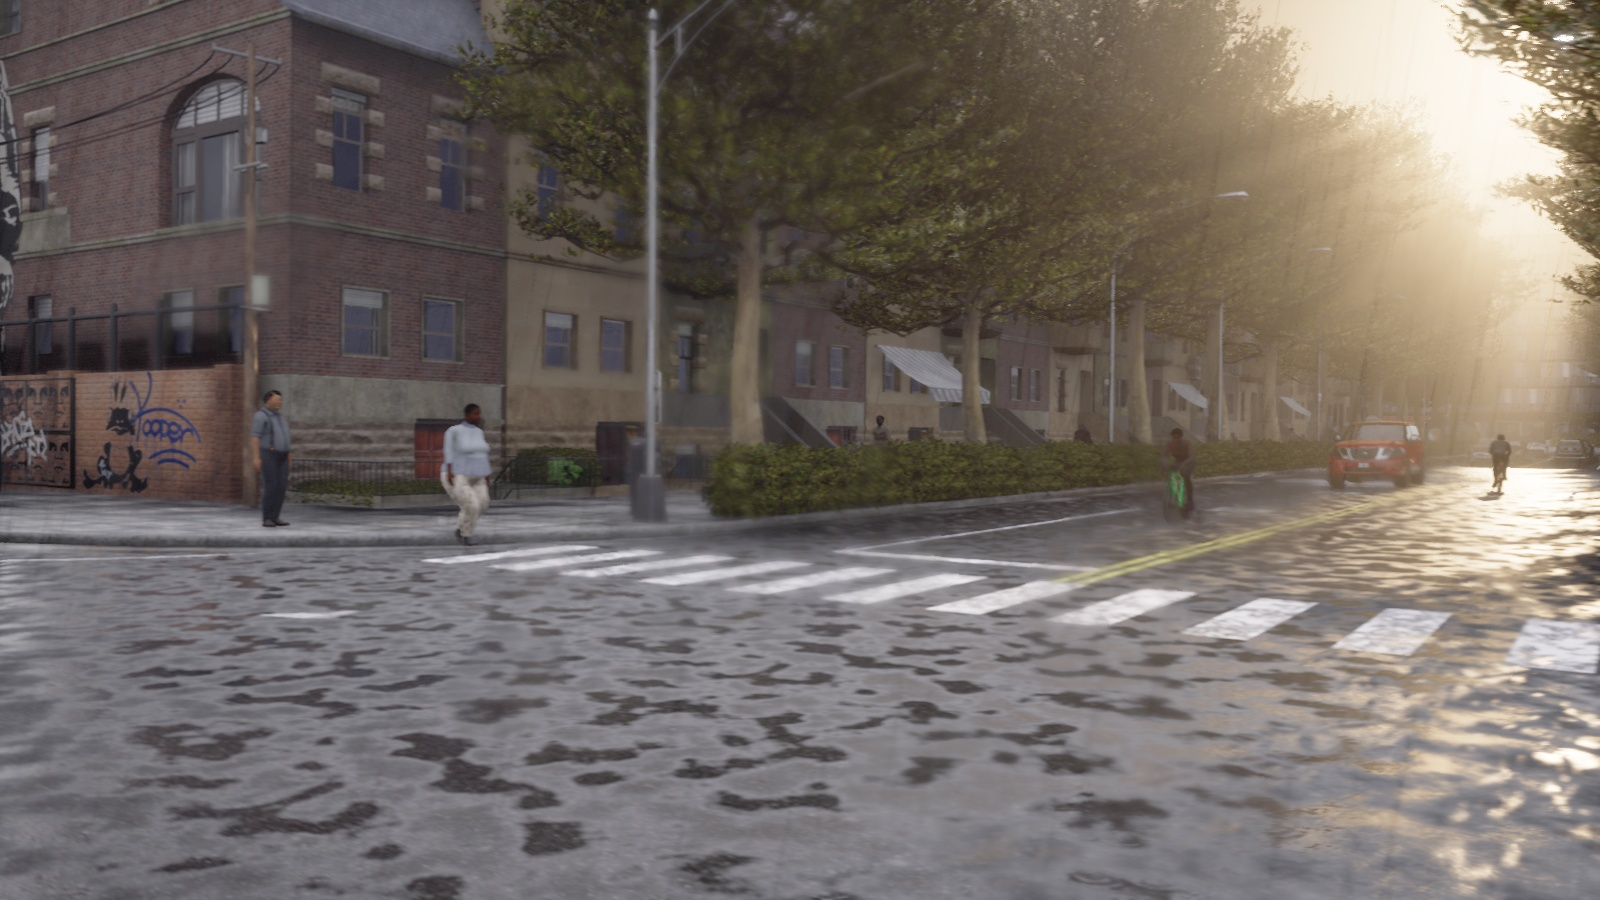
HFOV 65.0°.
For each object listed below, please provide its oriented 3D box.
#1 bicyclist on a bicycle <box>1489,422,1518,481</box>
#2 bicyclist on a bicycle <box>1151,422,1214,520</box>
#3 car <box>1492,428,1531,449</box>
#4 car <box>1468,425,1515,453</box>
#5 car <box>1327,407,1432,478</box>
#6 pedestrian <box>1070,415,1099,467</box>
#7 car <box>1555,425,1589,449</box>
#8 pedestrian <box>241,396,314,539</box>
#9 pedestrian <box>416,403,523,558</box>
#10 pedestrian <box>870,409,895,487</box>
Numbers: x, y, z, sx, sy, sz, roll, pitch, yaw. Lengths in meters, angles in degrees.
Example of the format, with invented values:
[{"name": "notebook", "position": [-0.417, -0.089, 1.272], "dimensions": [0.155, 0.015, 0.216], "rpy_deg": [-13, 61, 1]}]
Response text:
[{"name": "bicyclist on a bicycle", "position": [19.666, 0.027, 35.087], "dimensions": [0.582, 1.620, 1.656], "rpy_deg": [0, 1, 33]}, {"name": "bicyclist on a bicycle", "position": [6.552, 0.332, 21.486], "dimensions": [0.582, 1.620, 1.656], "rpy_deg": [0, 1, 33]}, {"name": "car", "position": [47.751, -0.787, 84.245], "dimensions": [1.994, 1.385, 4.181], "rpy_deg": [0, 1, 33]}, {"name": "car", "position": [39.339, -0.653, 71.431], "dimensions": [2.007, 1.525, 4.514], "rpy_deg": [0, 1, 33]}, {"name": "car", "position": [18.129, -0.248, 39.124], "dimensions": [2.150, 2.045, 5.566], "rpy_deg": [0, 1, 33]}, {"name": "pedestrian", "position": [10.202, -0.319, 45.051], "dimensions": [0.634, 1.844, 0.899], "rpy_deg": [0, 1, 43]}, {"name": "car", "position": [50.159, -0.857, 81.537], "dimensions": [1.789, 1.549, 3.705], "rpy_deg": [0, 1, 33]}, {"name": "pedestrian", "position": [-6.934, 0.223, 16.683], "dimensions": [0.694, 1.848, 0.540], "rpy_deg": [0, 1, 25]}, {"name": "pedestrian", "position": [-4.107, 0.359, 15.627], "dimensions": [0.900, 1.855, 0.874], "rpy_deg": [0, 1, 31]}, {"name": "pedestrian", "position": [2.073, -0.061, 31.549], "dimensions": [0.396, 1.930, 0.692], "rpy_deg": [0, 1, 26]}]
